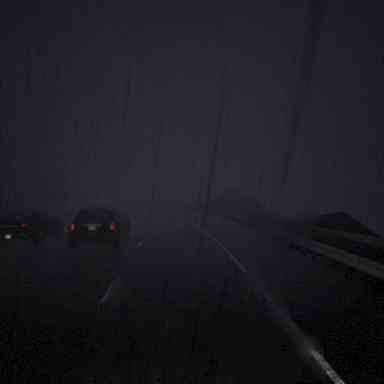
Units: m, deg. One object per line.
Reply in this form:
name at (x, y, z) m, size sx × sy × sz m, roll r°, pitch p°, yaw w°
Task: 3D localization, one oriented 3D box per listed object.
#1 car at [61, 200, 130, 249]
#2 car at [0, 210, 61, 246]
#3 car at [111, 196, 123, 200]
car at (-4.098, 1.451, 15.285) m, size 2.097 × 1.767 × 4.553 m, roll 0°, pitch 0°, yaw -4°
car at (-7.660, 1.617, 15.943) m, size 2.128 × 1.511 × 4.902 m, roll 0°, pitch 0°, yaw -5°
car at (-20.103, 1.902, 89.006) m, size 2.097 × 1.767 × 4.553 m, roll 0°, pitch 0°, yaw -27°
